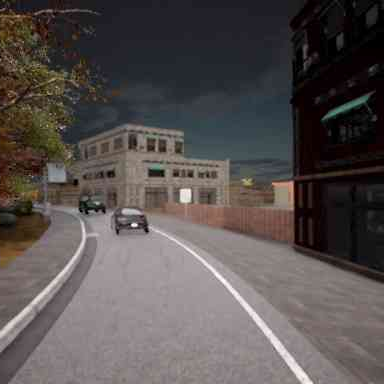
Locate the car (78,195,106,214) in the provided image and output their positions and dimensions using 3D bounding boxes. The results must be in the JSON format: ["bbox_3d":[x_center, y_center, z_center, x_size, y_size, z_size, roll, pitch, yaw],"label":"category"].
[{"bbox_3d":[-11.208,1.369,37.236,2.150,2.045,5.566,0,0,-28],"label":"car"}]

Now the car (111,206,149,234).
[{"bbox_3d":[-3.702,1.571,19.572,1.812,1.442,4.674,0,0,-18],"label":"car"}]
